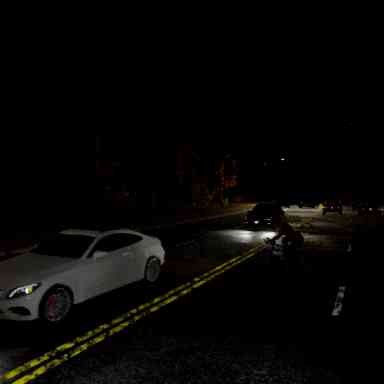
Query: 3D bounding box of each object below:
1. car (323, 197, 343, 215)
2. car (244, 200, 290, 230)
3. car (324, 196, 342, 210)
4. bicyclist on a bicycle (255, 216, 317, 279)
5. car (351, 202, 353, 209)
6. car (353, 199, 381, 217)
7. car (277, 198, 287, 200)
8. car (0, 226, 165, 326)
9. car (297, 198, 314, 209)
[{"bbox_3d":[15.006,1.613,35.492,2.033,1.411,5.357,0,0,24],"label":"car"},{"bbox_3d":[4.797,1.528,21.569,1.837,1.490,4.892,0,0,26],"label":"car"},{"bbox_3d":[19.169,1.444,45.236,2.097,1.767,4.553,0,0,23],"label":"car"},{"bbox_3d":[2.458,1.466,8.864,1.656,1.620,0.582,-2,-1,27],"label":"bicyclist on a bicycle"},{"bbox_3d":[21.983,1.655,43.426,2.033,1.411,5.357,0,0,23],"label":"car"},{"bbox_3d":[17.317,1.623,32.628,2.033,1.411,5.357,0,0,24],"label":"car"},{"bbox_3d":[12.803,1.582,47.262,1.812,1.442,4.674,0,0,23],"label":"car"},{"bbox_3d":[-2.334,1.528,7.385,1.812,1.442,4.674,0,0,27],"label":"car"},{"bbox_3d":[15.875,1.599,46.181,1.812,1.442,4.674,0,0,23],"label":"car"}]
